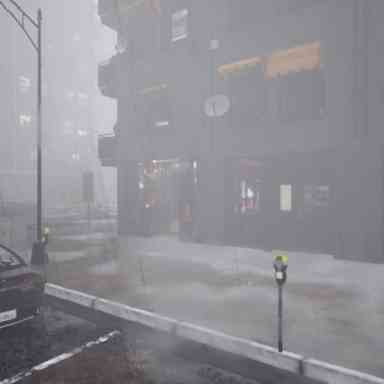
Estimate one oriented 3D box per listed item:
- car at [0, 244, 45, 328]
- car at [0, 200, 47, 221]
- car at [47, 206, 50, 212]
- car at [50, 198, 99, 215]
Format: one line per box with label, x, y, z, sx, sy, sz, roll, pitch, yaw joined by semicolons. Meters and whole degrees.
car;-4.433;1.549;6.050;4.403;1.369;2.008;0;0;36
car;-13.037;1.417;23.115;1.895;1.301;4.718;0;1;38
car;-13.955;1.339;26.079;2.008;1.369;4.403;1;1;35
car;-10.856;1.239;30.498;1.752;1.417;4.829;1;1;35
